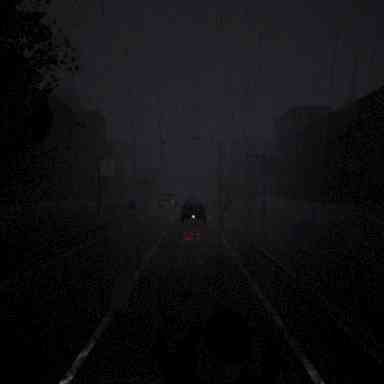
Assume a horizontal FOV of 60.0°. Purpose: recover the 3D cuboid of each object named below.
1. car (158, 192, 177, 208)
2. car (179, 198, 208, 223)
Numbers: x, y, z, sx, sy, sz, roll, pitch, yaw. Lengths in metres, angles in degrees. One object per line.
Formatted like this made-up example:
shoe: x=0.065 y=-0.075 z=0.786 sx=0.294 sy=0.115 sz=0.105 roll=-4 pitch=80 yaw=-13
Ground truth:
car: x=-3.084 y=0.981 z=42.937 sx=2.150 sy=2.045 sz=5.566 roll=0 pitch=1 yaw=0
car: x=0.104 y=1.430 z=25.224 sx=1.837 sy=1.490 sz=4.892 roll=0 pitch=0 yaw=0
